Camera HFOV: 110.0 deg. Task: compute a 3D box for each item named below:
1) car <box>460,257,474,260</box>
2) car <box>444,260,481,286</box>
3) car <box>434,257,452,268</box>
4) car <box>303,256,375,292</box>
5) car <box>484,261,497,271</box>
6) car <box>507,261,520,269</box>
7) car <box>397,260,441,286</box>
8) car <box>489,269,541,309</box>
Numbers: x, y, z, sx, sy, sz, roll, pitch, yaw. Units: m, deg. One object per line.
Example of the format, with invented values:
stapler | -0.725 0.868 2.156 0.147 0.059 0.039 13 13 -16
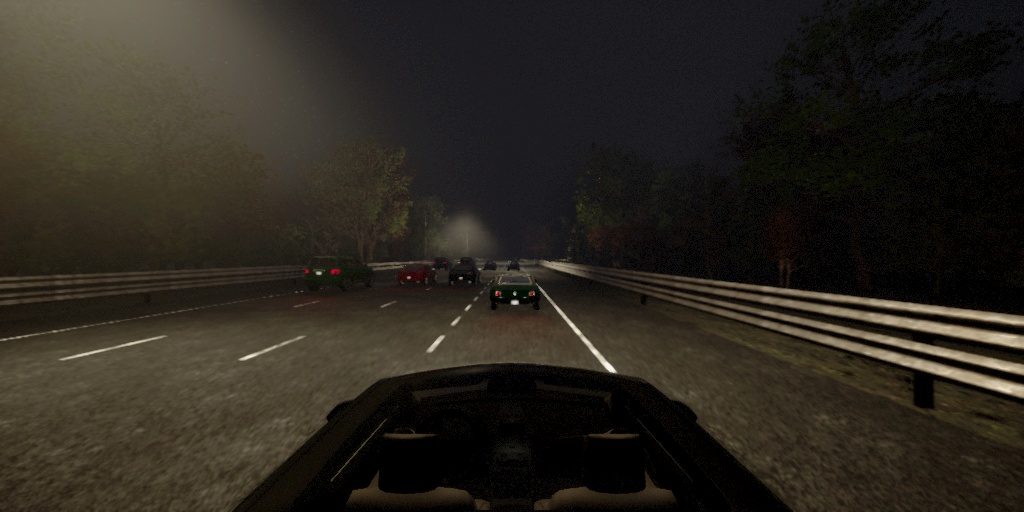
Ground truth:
car | -6.770 1.160 54.537 2.150 2.045 5.566 0 0 0
car | -3.353 1.311 25.963 1.882 1.535 5.008 0 0 0
car | -10.274 1.154 53.219 2.150 2.045 5.566 0 0 0
car | -10.366 1.039 21.937 2.150 2.045 5.566 0 0 0
car | -3.271 1.484 54.294 2.033 1.411 5.357 0 0 0
car | 0.230 1.485 54.190 2.033 1.411 5.357 0 0 0
car | -6.852 1.312 26.342 1.882 1.535 5.008 0 0 0
car | 0.115 1.397 15.181 1.895 1.301 4.718 0 0 0
